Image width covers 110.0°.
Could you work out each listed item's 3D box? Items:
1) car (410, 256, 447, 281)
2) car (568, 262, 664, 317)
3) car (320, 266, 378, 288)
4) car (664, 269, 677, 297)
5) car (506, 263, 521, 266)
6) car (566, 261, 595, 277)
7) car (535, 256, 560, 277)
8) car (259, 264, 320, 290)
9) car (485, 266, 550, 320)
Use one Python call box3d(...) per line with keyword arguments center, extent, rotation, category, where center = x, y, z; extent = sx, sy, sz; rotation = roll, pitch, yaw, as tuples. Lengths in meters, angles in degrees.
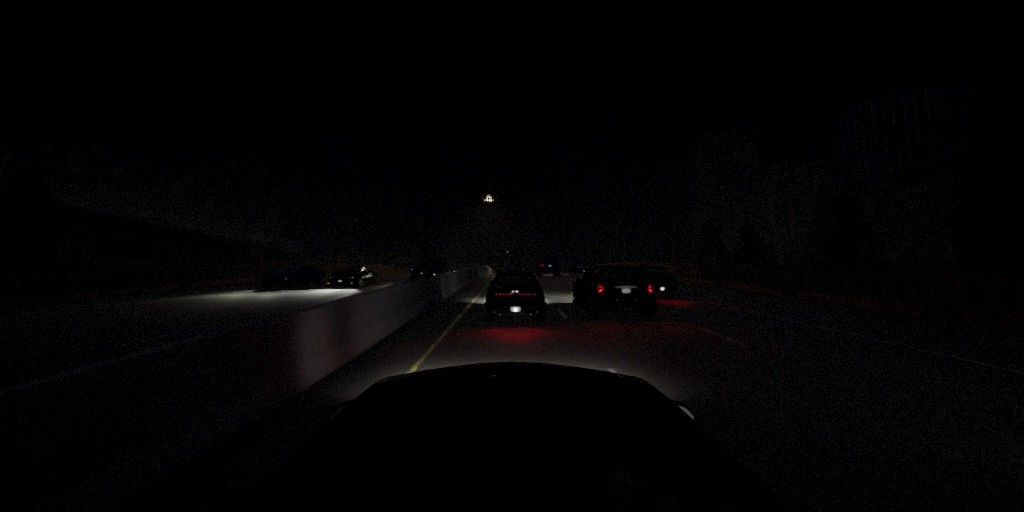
box3d(center=(-7.089, 1.028, 30.923), extent=(2.150, 2.045, 5.566), rotation=(0, 0, 0), category="car")
box3d(center=(3.602, 1.124, 13.425), extent=(2.097, 1.767, 4.553), rotation=(0, 0, 0), category="car")
box3d(center=(-10.592, 1.356, 24.061), extent=(1.994, 1.385, 4.181), rotation=(0, 0, 0), category="car")
box3d(center=(7.105, 1.288, 19.349), extent=(1.837, 1.490, 4.892), rotation=(0, 0, 0), category="car")
box3d(center=(0.109, 1.353, 31.180), extent=(2.033, 1.411, 5.357), rotation=(0, 0, 0), category="car")
box3d(center=(7.110, 1.334, 37.686), extent=(2.128, 1.511, 4.902), rotation=(0, -1, 0), category="car")
box3d(center=(3.610, 1.051, 36.722), extent=(2.150, 2.045, 5.566), rotation=(0, -1, 0), category="car")
box3d(center=(-14.093, 1.269, 23.332), extent=(1.882, 1.535, 5.008), rotation=(0, 0, 0), category="car")
box3d(center=(0.103, 1.276, 12.690), extent=(1.837, 1.490, 4.892), rotation=(0, 0, 0), category="car")
